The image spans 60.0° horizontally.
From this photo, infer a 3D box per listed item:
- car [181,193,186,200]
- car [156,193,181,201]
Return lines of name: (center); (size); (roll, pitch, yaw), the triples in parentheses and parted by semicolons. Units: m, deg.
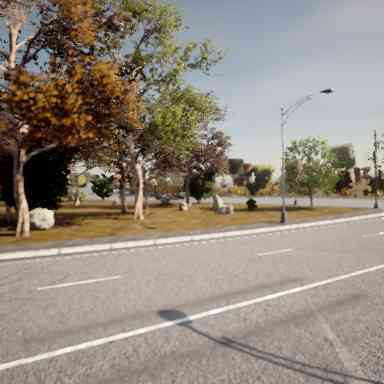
car: (-2.204, 0.865, 68.516); (1.812, 1.442, 4.674); (-3, 1, -39)
car: (-5.178, 1.025, 66.640); (2.033, 1.411, 5.357); (-3, 1, -39)
